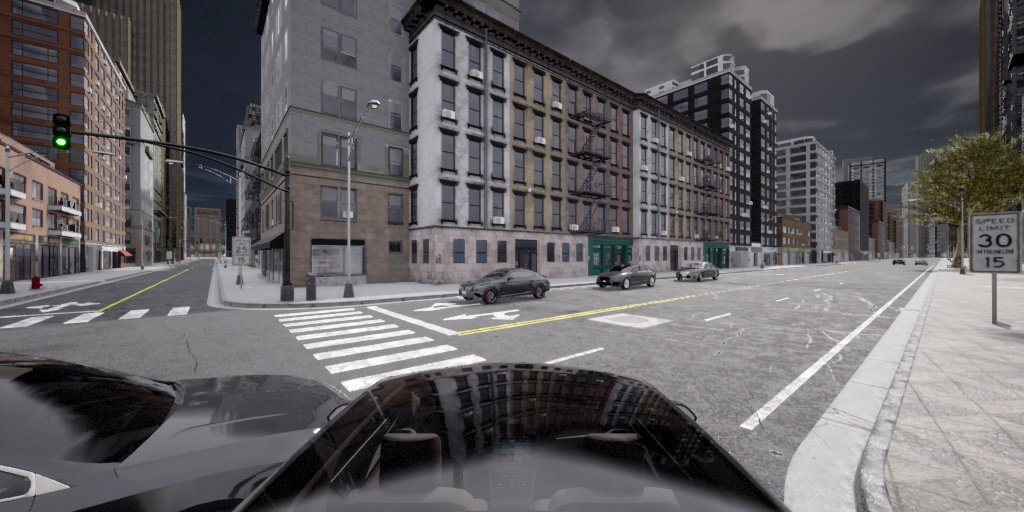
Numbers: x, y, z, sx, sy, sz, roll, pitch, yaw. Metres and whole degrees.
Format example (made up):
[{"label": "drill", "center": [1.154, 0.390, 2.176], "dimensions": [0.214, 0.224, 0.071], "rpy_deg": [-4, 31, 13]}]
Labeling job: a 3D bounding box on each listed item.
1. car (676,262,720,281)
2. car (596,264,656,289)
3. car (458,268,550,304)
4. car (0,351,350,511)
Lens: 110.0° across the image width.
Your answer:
[{"label": "car", "center": [15.311, 1.233, 29.507], "dimensions": [4.902, 1.511, 2.128], "rpy_deg": [0, 0, -40]}, {"label": "car", "center": [7.379, 1.256, 22.941], "dimensions": [4.892, 1.490, 1.837], "rpy_deg": [0, 0, -40]}, {"label": "car", "center": [-0.237, 1.285, 16.625], "dimensions": [4.674, 1.442, 1.812], "rpy_deg": [0, 0, -40]}, {"label": "car", "center": [-3.242, 1.257, 1.617], "dimensions": [4.892, 1.490, 1.837], "rpy_deg": [0, 0, -35]}]
